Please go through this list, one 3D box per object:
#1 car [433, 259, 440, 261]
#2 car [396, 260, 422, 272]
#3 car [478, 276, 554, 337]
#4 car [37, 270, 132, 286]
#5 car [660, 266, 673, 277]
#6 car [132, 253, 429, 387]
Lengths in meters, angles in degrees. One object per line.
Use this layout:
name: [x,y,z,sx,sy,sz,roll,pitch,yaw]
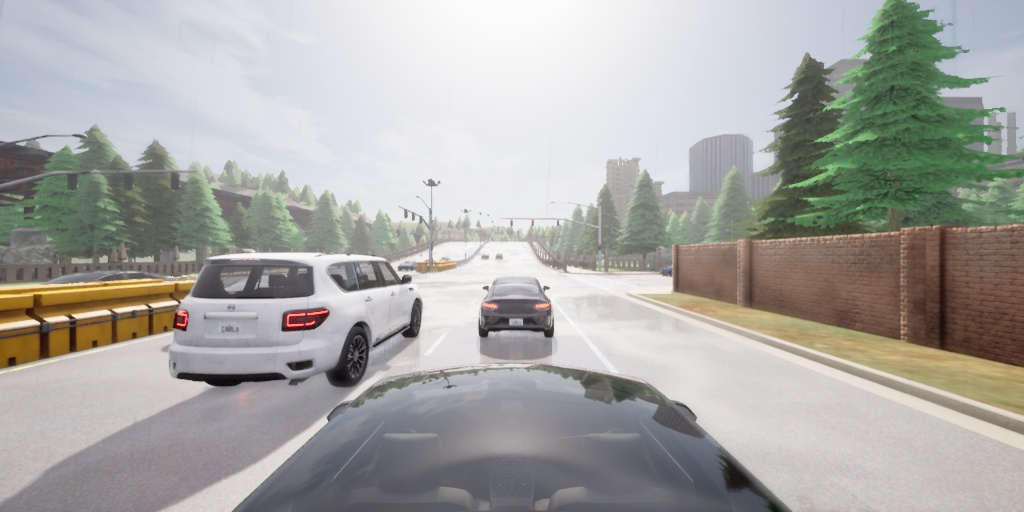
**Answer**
car: [-13.798,1.253,59.468,1.837,1.490,4.892,0,0,0]
car: [-13.863,1.295,48.578,2.033,1.411,5.357,0,0,0]
car: [0.117,1.275,10.127,1.812,1.442,4.674,0,0,1]
car: [-14.052,1.256,12.152,1.837,1.490,4.892,0,0,0]
car: [17.056,1.274,35.421,4.674,1.442,1.812,0,0,0]
car: [-3.415,0.971,7.071,2.150,2.045,5.566,0,0,1]
